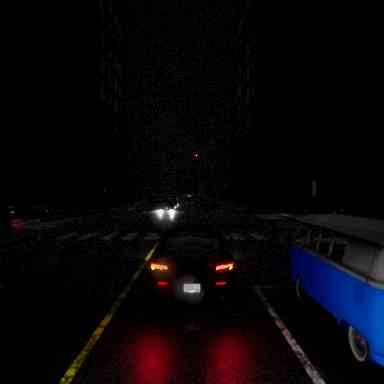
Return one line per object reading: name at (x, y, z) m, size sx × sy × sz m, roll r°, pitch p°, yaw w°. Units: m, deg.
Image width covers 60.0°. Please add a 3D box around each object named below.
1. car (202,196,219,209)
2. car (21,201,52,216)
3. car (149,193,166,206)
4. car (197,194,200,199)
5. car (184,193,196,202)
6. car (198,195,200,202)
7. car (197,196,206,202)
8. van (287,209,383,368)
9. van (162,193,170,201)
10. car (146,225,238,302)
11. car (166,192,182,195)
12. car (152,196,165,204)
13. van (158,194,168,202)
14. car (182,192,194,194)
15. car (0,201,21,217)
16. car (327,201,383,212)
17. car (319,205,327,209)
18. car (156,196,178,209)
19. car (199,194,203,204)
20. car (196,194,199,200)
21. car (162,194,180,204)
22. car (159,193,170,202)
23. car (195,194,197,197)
car at (2.649, 1.504, 44.829) m, size 1.752 × 1.417 × 4.829 m, roll 0°, pitch 0°, yaw -1°
car at (-16.069, 1.556, 31.751) m, size 4.718 × 1.301 × 1.895 m, roll 0°, pitch 0°, yaw -1°
car at (-6.025, 1.286, 55.594) m, size 2.192 × 1.841 × 5.009 m, roll 0°, pitch 0°, yaw -1°
car at (2.425, 1.531, 61.236) m, size 1.947 × 1.339 × 4.313 m, roll 0°, pitch 0°, yaw -1°
car at (-0.610, 1.542, 74.215) m, size 1.895 × 1.301 × 4.718 m, roll 0°, pitch 0°, yaw -1°
car at (2.500, 1.521, 55.710) m, size 2.008 × 1.369 × 4.403 m, roll 0°, pitch 0°, yaw -1°
car at (2.198, 1.527, 77.812) m, size 1.802 × 1.307 × 4.206 m, roll 0°, pitch 0°, yaw -1°
van at (2.854, 1.339, 5.470) m, size 1.690 × 1.788 × 3.998 m, roll 0°, pitch 0°, yaw 0°
van at (-6.400, 1.278, 83.220) m, size 1.690 × 1.788 × 3.998 m, roll 0°, pitch 0°, yaw -1°
car at (0.000, 1.523, 8.147) m, size 1.812 × 1.442 × 4.674 m, roll 0°, pitch 0°, yaw 0°
car at (-3.523, 1.314, 64.657) m, size 2.097 × 1.767 × 4.553 m, roll 0°, pitch 0°, yaw 0°
car at (-6.100, 1.516, 61.120) m, size 2.008 × 1.369 × 4.403 m, roll 0°, pitch 0°, yaw -1°
van at (-6.251, 1.294, 72.170) m, size 1.690 × 1.788 × 3.998 m, roll 0°, pitch 0°, yaw -1°
car at (-0.746, 1.055, 84.216) m, size 2.150 × 2.045 × 5.566 m, roll 0°, pitch 0°, yaw -1°
car at (-17.771, 1.465, 28.480) m, size 4.892 × 1.490 × 1.837 m, roll 0°, pitch 0°, yaw -1°
car at (14.605, 1.509, 28.854) m, size 4.674 × 1.442 × 1.812 m, roll 0°, pitch 0°, yaw -3°
car at (14.420, 1.575, 32.105) m, size 4.718 × 1.301 × 1.895 m, roll 0°, pitch 0°, yaw 2°
car at (-3.304, 1.580, 44.679) m, size 1.895 × 1.301 × 4.718 m, roll 0°, pitch 0°, yaw -1°
car at (2.575, 1.415, 50.184) m, size 1.967 × 1.590 × 4.097 m, roll 0°, pitch 0°, yaw -1°
car at (2.349, 1.504, 66.762) m, size 1.887 × 1.381 × 4.507 m, roll 0°, pitch 0°, yaw -1°
car at (-3.430, 1.536, 54.634) m, size 1.994 × 1.385 × 4.181 m, roll 0°, pitch 0°, yaw -1°
car at (-6.327, 1.260, 77.696) m, size 2.192 × 1.841 × 5.009 m, roll 0°, pitch 0°, yaw -1°
car at (2.274, 1.503, 72.286) m, size 2.008 × 1.369 × 4.403 m, roll 0°, pitch 0°, yaw -1°
